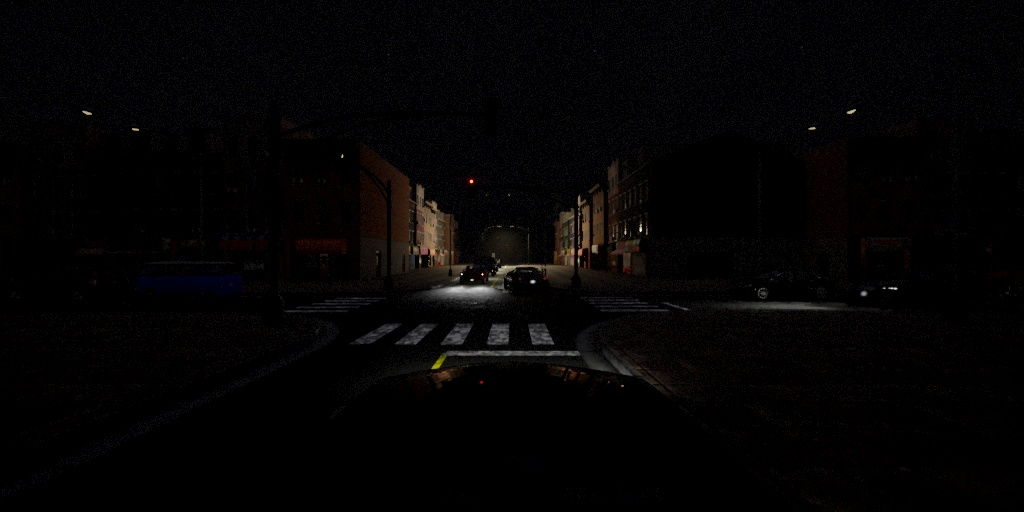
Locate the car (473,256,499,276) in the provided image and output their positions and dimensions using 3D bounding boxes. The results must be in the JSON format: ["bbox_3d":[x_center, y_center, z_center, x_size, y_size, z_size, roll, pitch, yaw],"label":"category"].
[{"bbox_3d":[-2.774,0.993,37.161,2.150,2.045,5.566,0,0,0],"label":"car"}]

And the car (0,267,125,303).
[{"bbox_3d":[-20.186,1.239,16.397,4.097,1.591,1.967,0,0,0],"label":"car"}]

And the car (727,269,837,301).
[{"bbox_3d":[12.291,1.267,16.480,4.403,1.370,2.007,0,0,0],"label":"car"}]

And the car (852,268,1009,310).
[{"bbox_3d":[16.148,1.198,13.953,4.902,1.511,2.128,0,0,0],"label":"car"}]

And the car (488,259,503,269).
[{"bbox_3d":[-2.673,1.289,57.984,2.128,1.511,4.902,0,0,1],"label":"car"}]

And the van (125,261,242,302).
[{"bbox_3d":[-14.711,1.124,16.411,3.998,1.789,1.690,0,0,0],"label":"van"}]

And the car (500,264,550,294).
[{"bbox_3d":[0.752,1.323,20.540,1.994,1.385,4.181,0,0,-10],"label":"car"}]

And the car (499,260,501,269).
[{"bbox_3d":[-2.742,1.284,47.310,1.837,1.490,4.892,0,0,0],"label":"car"}]

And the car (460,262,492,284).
[{"bbox_3d":[-2.794,1.365,27.295,1.895,1.301,4.718,0,0,0],"label":"car"}]
